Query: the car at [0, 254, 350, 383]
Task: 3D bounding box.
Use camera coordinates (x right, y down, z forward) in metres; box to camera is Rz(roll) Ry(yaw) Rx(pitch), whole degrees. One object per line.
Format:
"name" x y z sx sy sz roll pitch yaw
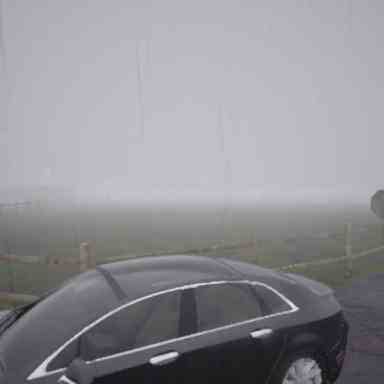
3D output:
"car" -0.554 1.529 3.477 4.892 1.490 1.837 0 1 -26
